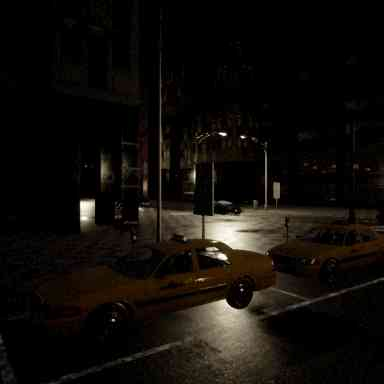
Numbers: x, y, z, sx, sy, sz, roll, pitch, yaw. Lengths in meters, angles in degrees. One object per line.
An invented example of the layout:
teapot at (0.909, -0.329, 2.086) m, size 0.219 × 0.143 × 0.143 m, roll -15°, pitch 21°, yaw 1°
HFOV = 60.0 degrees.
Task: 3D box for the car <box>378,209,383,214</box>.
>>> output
car at (13.116, 1.471, 18.696) m, size 4.902 × 1.511 × 2.128 m, roll 0°, pitch 0°, yaw 43°

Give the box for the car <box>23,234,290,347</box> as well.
car at (-0.468, 1.526, 6.305) m, size 4.829 × 1.417 × 1.752 m, roll 0°, pitch 0°, yaw -35°

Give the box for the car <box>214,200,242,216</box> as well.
car at (2.835, 1.490, 31.709) m, size 1.994 × 1.385 × 4.181 m, roll 0°, pitch 0°, yaw -36°

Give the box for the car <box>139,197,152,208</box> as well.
car at (-7.176, 1.400, 45.669) m, size 1.812 × 1.442 × 4.674 m, roll 0°, pitch 0°, yaw -36°

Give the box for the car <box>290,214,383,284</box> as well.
car at (4.099, 1.526, 9.548) m, size 4.829 × 1.417 × 1.752 m, roll 0°, pitch 0°, yaw -35°
